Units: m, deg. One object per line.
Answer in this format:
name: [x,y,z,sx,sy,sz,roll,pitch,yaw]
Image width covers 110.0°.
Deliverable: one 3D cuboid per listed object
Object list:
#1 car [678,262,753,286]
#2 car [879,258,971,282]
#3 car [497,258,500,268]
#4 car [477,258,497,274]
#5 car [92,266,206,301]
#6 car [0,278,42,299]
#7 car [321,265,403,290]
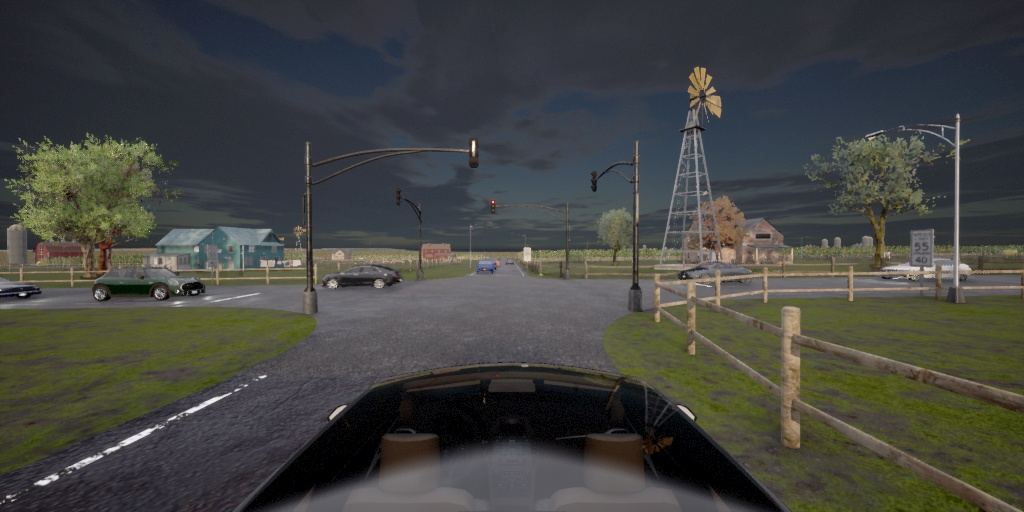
car: [12.853,1.083,22.780,4.181,1.385,1.994,-1,1,-4]
car: [26.465,0.862,23.015,4.674,1.442,1.812,-1,1,0]
car: [-3.120,1.293,51.878,2.033,1.411,5.357,0,0,-1]
car: [-3.049,1.222,41.974,1.882,1.535,5.008,0,0,-1]
car: [-19.177,1.372,19.100,4.553,1.767,2.097,-1,1,0]
car: [-28.695,1.697,19.056,5.357,1.411,2.033,-1,1,0]
car: [-9.509,1.323,22.847,4.892,1.490,1.837,-1,1,0]
